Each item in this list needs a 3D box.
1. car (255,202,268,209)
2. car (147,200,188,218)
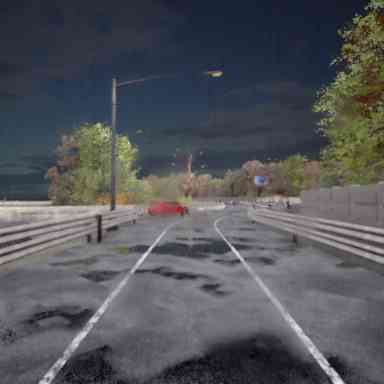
[{"bbox_3d":[14.149,2.971,68.908,1.812,1.442,4.674,0,-1,19],"label":"car"},{"bbox_3d":[-2.751,1.961,38.842,2.150,2.045,5.566,-1,-2,38],"label":"car"}]
